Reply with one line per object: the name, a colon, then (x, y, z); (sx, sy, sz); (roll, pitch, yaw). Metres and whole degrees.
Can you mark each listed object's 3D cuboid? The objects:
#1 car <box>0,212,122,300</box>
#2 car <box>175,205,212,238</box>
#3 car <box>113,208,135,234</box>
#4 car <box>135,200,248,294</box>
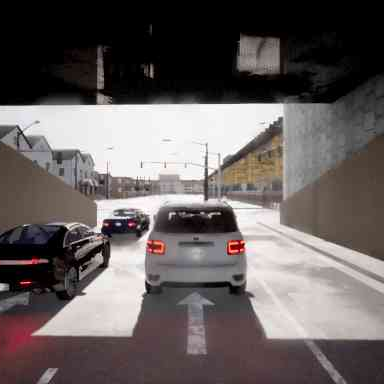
car: (-3.420, 1.491, 8.382); (2.128, 1.511, 4.902); (0, 0, 0)
car: (0.063, 1.525, 18.469); (1.812, 1.442, 4.674); (0, 0, 0)
car: (-3.417, 1.547, 17.931); (2.033, 1.411, 5.357); (0, 0, 0)
car: (0.085, 1.221, 8.905); (2.150, 2.045, 5.566); (0, 0, 0)
